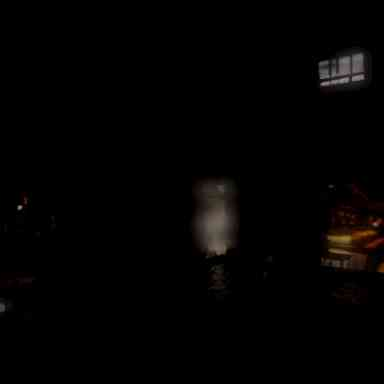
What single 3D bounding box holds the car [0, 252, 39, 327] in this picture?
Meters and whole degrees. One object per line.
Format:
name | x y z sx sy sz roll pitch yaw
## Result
car | -4.678 1.620 6.207 4.507 1.381 1.887 -1 0 35
